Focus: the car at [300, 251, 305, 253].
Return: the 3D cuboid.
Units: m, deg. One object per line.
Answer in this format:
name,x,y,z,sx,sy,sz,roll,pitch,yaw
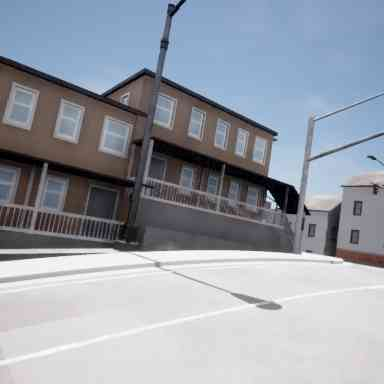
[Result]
car,9.687,6.039,30.381,1.994,1.385,4.181,14,-17,-34
